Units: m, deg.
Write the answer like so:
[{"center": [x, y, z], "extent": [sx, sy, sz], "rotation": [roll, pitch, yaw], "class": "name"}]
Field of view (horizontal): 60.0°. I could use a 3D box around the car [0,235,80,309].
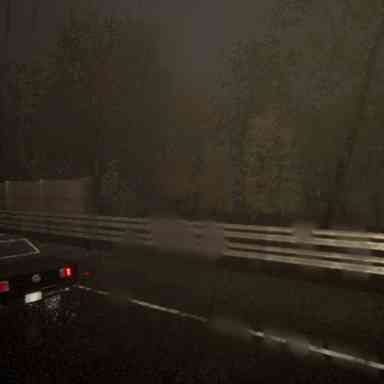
[{"center": [-4.660, 1.599, 7.233], "extent": [4.718, 1.301, 1.895], "rotation": [0, 0, 35], "class": "car"}]
